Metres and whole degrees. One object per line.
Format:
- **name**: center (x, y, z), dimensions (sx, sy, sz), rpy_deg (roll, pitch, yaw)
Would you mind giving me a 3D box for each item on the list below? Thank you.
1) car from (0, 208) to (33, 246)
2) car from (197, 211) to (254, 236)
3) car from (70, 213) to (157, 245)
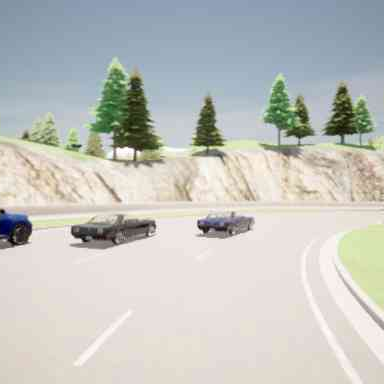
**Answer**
- **car**: center (-8.596, 1.193, 12.419), dimensions (2.150, 2.045, 5.566), rpy_deg (0, 0, 15)
- **car**: center (2.144, 1.757, 19.718), dimensions (1.895, 1.301, 4.718), rpy_deg (0, 0, 29)
- **car**: center (-3.480, 1.660, 15.922), dimensions (1.895, 1.301, 4.718), rpy_deg (1, 0, 21)
